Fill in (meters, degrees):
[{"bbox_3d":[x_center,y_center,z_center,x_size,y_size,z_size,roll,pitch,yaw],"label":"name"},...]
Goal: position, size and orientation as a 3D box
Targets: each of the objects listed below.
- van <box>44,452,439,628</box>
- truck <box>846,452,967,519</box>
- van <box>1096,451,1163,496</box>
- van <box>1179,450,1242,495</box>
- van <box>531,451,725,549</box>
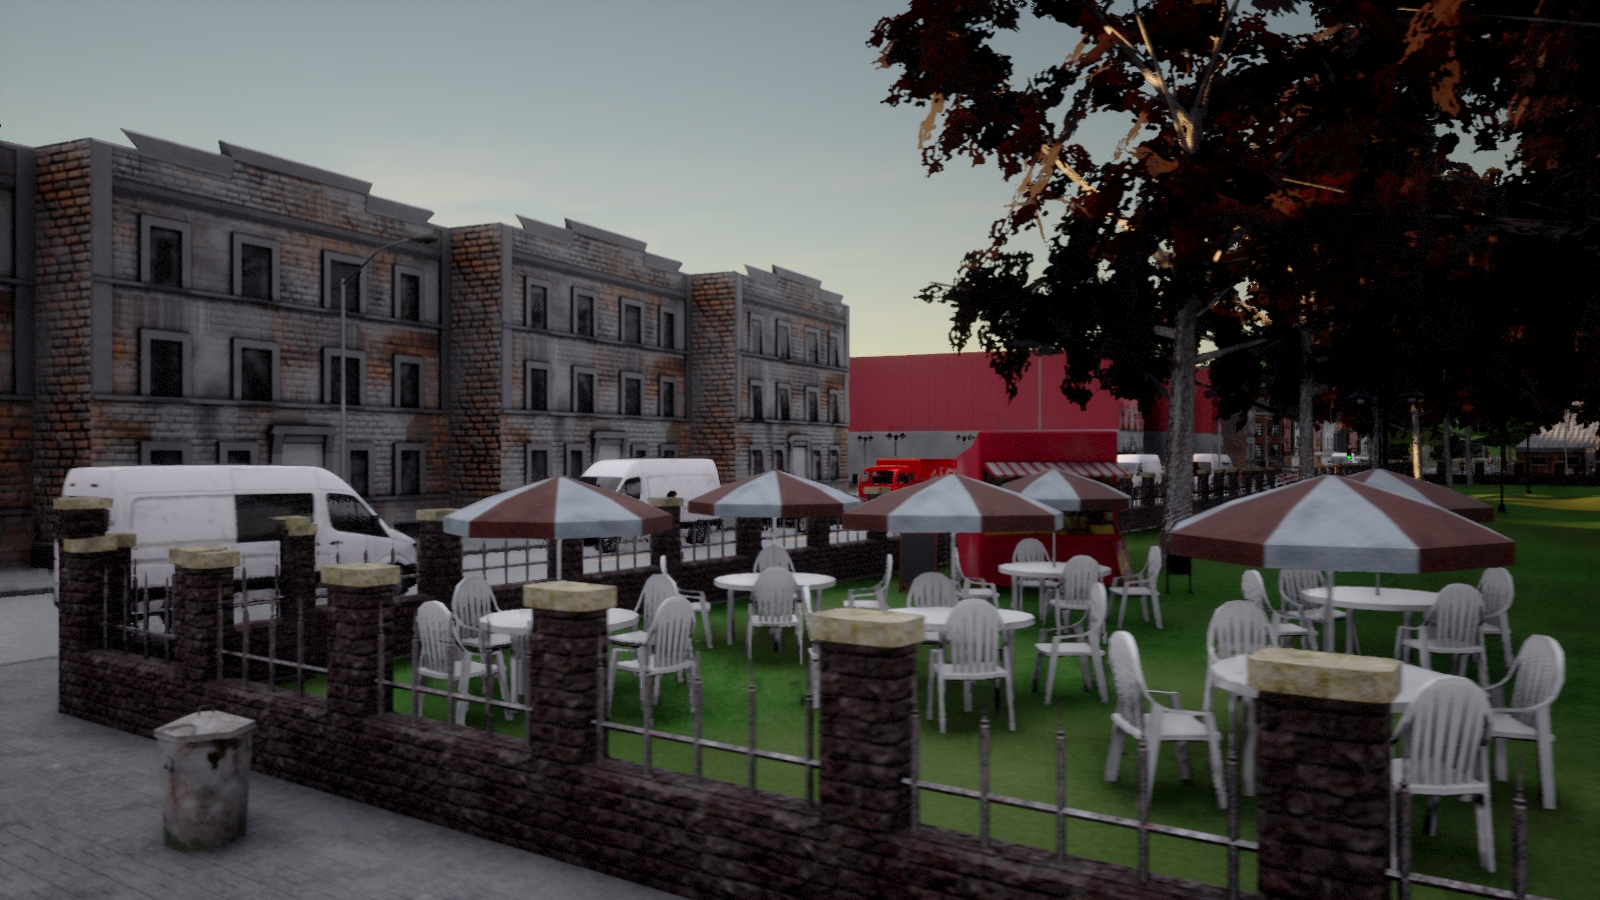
[{"bbox_3d":[-9.292,1.314,19.676,1.988,2.561,5.915,0,0,34],"label":"van"},{"bbox_3d":[4.344,1.346,45.897,2.627,2.467,5.204,0,0,35],"label":"truck"},{"bbox_3d":[19.600,1.314,67.714,1.988,2.561,5.915,0,0,35],"label":"van"},{"bbox_3d":[24.278,1.312,67.423,1.988,2.561,5.915,0,-1,35],"label":"van"},{"bbox_3d":[-4.787,1.315,32.846,1.988,2.561,5.915,0,0,35],"label":"van"}]
